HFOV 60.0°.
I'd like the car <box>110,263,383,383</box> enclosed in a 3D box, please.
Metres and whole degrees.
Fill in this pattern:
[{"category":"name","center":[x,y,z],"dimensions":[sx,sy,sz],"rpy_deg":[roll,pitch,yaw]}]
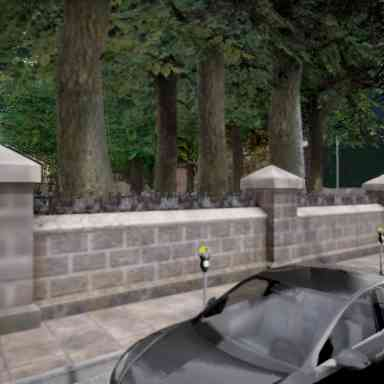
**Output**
[{"category":"car","center":[1.268,1.595,3.725],"dimensions":[4.313,1.339,1.947],"rpy_deg":[1,-1,-36]}]
